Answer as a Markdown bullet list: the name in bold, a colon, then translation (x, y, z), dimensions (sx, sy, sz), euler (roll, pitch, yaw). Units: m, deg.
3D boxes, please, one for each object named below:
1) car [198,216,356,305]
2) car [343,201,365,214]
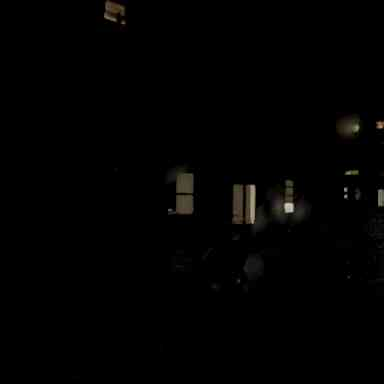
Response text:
- **car**: translation (2.118, 1.439, 8.051), dimensions (4.097, 1.590, 1.967), euler (0, 1, -35)
- **car**: translation (15.425, 1.607, 34.283), dimensions (1.887, 1.381, 4.507), euler (1, -1, -35)
